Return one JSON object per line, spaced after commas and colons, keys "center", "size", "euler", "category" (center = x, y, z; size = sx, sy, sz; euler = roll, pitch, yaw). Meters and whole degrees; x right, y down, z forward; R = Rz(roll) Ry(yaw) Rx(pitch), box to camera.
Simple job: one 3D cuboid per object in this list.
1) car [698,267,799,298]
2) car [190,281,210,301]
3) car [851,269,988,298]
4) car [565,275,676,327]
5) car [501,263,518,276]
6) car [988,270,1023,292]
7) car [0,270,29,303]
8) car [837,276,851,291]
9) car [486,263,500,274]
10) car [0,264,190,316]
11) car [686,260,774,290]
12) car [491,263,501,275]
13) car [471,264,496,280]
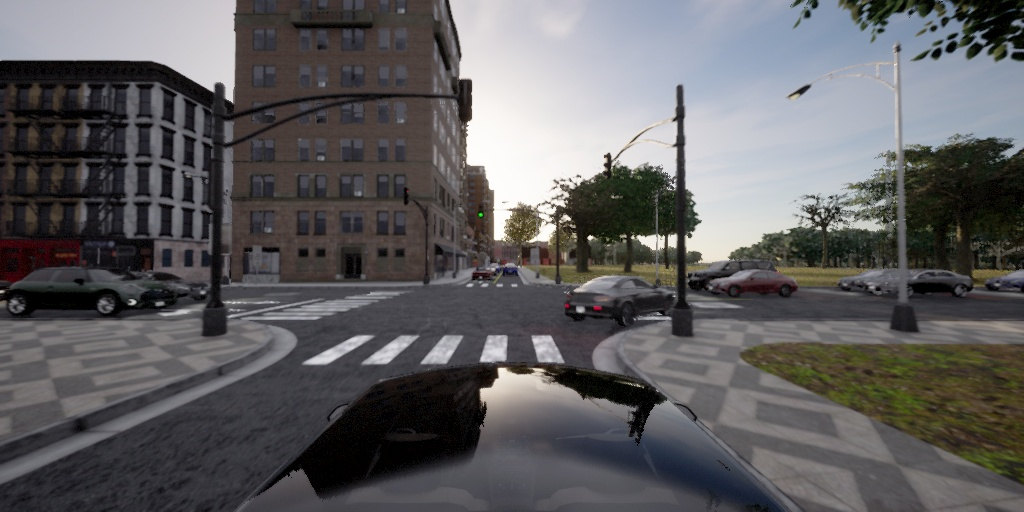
{"center": [13.275, 1.503, 19.918], "size": [4.674, 1.442, 1.812], "euler": [0, -1, -3], "category": "car"}
{"center": [-16.528, 1.410, 16.427], "size": [4.674, 1.442, 1.812], "euler": [0, -1, -2], "category": "car"}
{"center": [22.472, 1.479, 19.952], "size": [4.902, 1.511, 2.128], "euler": [0, -1, 0], "category": "car"}
{"center": [3.627, 1.349, 11.787], "size": [4.674, 1.442, 1.812], "euler": [0, -3, -43], "category": "car"}
{"center": [-0.240, 1.772, 47.515], "size": [1.882, 1.535, 5.008], "euler": [0, -1, 0], "category": "car"}
{"center": [33.739, 1.597, 23.215], "size": [4.674, 1.442, 1.812], "euler": [0, -1, 0], "category": "car"}
{"center": [-25.782, 1.392, 16.402], "size": [4.892, 1.490, 1.837], "euler": [0, -1, 0], "category": "car"}
{"center": [23.870, 1.582, 23.202], "size": [4.674, 1.442, 1.812], "euler": [0, -1, 0], "category": "car"}
{"center": [-2.856, 1.879, 55.402], "size": [1.882, 1.535, 5.008], "euler": [0, -1, 0], "category": "car"}
{"center": [-15.155, 1.169, 13.177], "size": [4.553, 1.767, 2.097], "euler": [0, -1, 0], "category": "car"}
{"center": [14.102, 1.268, 23.192], "size": [5.566, 2.045, 2.150], "euler": [0, -1, 0], "category": "car"}
{"center": [-2.885, 1.818, 45.709], "size": [2.033, 1.411, 5.357], "euler": [0, -1, 0], "category": "car"}
{"center": [-2.929, 1.746, 36.062], "size": [1.895, 1.301, 4.718], "euler": [0, -1, 1], "category": "car"}
